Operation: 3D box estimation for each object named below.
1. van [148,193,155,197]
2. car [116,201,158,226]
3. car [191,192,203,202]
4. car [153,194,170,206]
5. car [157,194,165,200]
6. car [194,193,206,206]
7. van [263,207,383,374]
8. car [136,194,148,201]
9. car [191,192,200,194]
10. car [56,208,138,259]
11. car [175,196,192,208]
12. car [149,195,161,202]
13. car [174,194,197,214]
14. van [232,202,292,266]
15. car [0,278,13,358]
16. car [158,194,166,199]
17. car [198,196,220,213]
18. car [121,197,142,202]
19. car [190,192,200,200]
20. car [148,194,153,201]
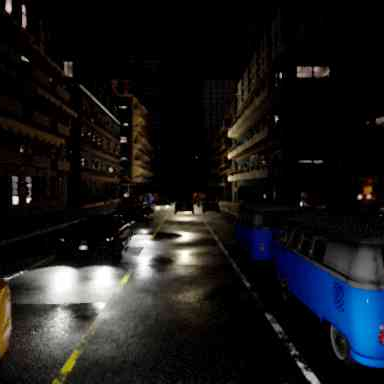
[{"bbox_3d":[-6.932,1.112,50.097,1.690,1.788,3.998,-1,0,-1],"label":"van"},{"bbox_3d":[-3.641,1.499,22.497,1.895,1.301,4.718,0,0,-1],"label":"car"},{"bbox_3d":[0.981,0.967,67.083,2.192,1.841,5.009,-1,0,-1],"label":"car"},{"bbox_3d":[-4.243,1.364,49.434,1.994,1.385,4.181,0,0,-1],"label":"car"},{"bbox_3d":[-7.824,1.186,83.698,1.802,1.307,4.206,-1,0,-1],"label":"car"},{"bbox_3d":[1.556,1.288,44.853,1.752,1.417,4.829,-1,0,-1],"label":"car"},{"bbox_3d":[2.563,1.302,5.480,1.690,1.788,3.998,-1,0,-1],"label":"van"},{"bbox_3d":[-6.643,1.267,38.897,1.967,1.590,4.097,-1,0,-1],"label":"car"},{"bbox_3d":[1.269,1.023,55.882,2.192,1.841,5.009,-1,0,-1],"label":"car"},{"bbox_3d":[-3.391,1.514,12.215,1.994,1.385,4.181,0,0,-2],"label":"car"},{"bbox_3d":[-1.097,1.322,44.647,2.033,1.411,5.357,0,0,-1],"label":"car"},{"bbox_3d":[-7.400,1.238,66.898,2.008,1.369,4.403,-1,0,-1],"label":"car"},{"bbox_3d":[-0.764,1.310,33.106,1.882,1.535,5.008,0,0,-1],"label":"car"},{"bbox_3d":[2.420,1.273,11.081,1.690,1.788,3.998,-1,0,-1],"label":"van"},{"bbox_3d":[-3.131,1.479,2.086,1.882,1.535,5.008,0,0,-1],"label":"car"},{"bbox_3d":[-7.968,1.159,89.298,1.802,1.307,4.206,-1,0,-1],"label":"car"},{"bbox_3d":[1.849,1.401,33.483,1.802,1.307,4.206,-1,0,-1],"label":"car"},{"bbox_3d":[-6.496,1.436,33.298,1.802,1.307,4.206,-1,0,-1],"label":"car"},{"bbox_3d":[0.694,0.912,78.283,2.192,1.841,5.009,-1,0,-1],"label":"car"},{"bbox_3d":[-6.785,1.349,44.498,2.008,1.369,4.403,-1,0,-1],"label":"car"}]
